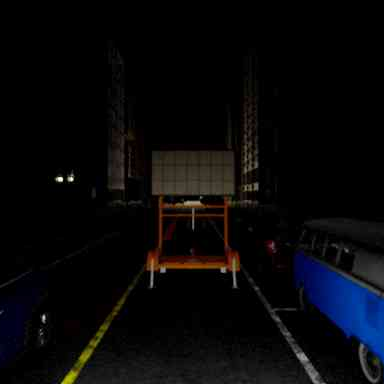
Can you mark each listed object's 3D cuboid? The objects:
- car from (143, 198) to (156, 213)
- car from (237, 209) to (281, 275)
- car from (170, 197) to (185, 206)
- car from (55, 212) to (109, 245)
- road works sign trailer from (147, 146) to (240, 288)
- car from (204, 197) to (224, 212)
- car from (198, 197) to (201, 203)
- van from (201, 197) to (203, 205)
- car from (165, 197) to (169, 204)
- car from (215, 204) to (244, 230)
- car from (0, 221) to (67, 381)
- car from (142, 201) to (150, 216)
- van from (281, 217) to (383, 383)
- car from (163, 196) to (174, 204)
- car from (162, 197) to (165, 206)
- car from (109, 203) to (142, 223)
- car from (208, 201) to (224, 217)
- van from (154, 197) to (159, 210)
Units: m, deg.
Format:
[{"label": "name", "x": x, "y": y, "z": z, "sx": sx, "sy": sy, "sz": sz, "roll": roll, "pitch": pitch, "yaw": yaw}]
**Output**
[{"label": "car", "x": -5.620, "y": 1.787, "z": 38.538, "sx": 1.752, "sy": 1.417, "sz": 4.829, "roll": 0, "pitch": 0, "yaw": 0}, {"label": "car", "x": 2.803, "y": 1.510, "z": 10.645, "sx": 1.967, "sy": 1.590, "sz": 4.097, "roll": 0, "pitch": 0, "yaw": 0}, {"label": "car", "x": -2.751, "y": 1.693, "z": 67.708, "sx": 2.150, "sy": 2.045, "sz": 5.566, "roll": 0, "pitch": 0, "yaw": 0}, {"label": "car", "x": -5.702, "y": 1.674, "z": 16.270, "sx": 1.947, "sy": 1.339, "sz": 4.313, "roll": 0, "pitch": 0, "yaw": 0}, {"label": "road works sign trailer", "x": 0.034, "y": 0.526, "z": 9.386, "sx": 2.380, "sy": 3.560, "sz": 2.880, "roll": 0, "pitch": 0, "yaw": 0}, {"label": "car", "x": 2.906, "y": 1.577, "z": 38.690, "sx": 2.192, "sy": 1.841, "sz": 5.009, "roll": 0, "pitch": 0, "yaw": 0}, {"label": "car", "x": 3.029, "y": 1.820, "z": 72.344, "sx": 2.192, "sy": 1.841, "sz": 5.009, "roll": 0, "pitch": 0, "yaw": 0}, {"label": "van", "x": 2.988, "y": 1.764, "z": 61.126, "sx": 1.690, "sy": 1.788, "sz": 3.998, "roll": 0, "pitch": 0, "yaw": 0}, {"label": "car", "x": -5.558, "y": 1.699, "z": 55.537, "sx": 2.192, "sy": 1.841, "sz": 5.009, "roll": 0, "pitch": 0, "yaw": 0}, {"label": "car", "x": 2.844, "y": 1.710, "z": 21.862, "sx": 1.947, "sy": 1.339, "sz": 4.313, "roll": 0, "pitch": 0, "yaw": 0}, {"label": "car", "x": -3.088, "y": 1.373, "z": 3.021, "sx": 2.097, "sy": 1.767, "sz": 4.553, "roll": 0, "pitch": 0, "yaw": 0}, {"label": "car", "x": -5.640, "y": 1.806, "z": 33.098, "sx": 1.802, "sy": 1.307, "sz": 4.206, "roll": 0, "pitch": 0, "yaw": 0}, {"label": "van", "x": 2.783, "y": 1.374, "z": 5.037, "sx": 1.690, "sy": 1.788, "sz": 3.998, "roll": 0, "pitch": 0, "yaw": 0}, {"label": "car", "x": -5.475, "y": 1.862, "z": 77.974, "sx": 2.192, "sy": 1.841, "sz": 5.009, "roll": 0, "pitch": 0, "yaw": 0}, {"label": "car", "x": -5.578, "y": 1.784, "z": 49.927, "sx": 1.967, "sy": 1.590, "sz": 4.097, "roll": 0, "pitch": 0, "yaw": 0}, {"label": "car", "x": -5.661, "y": 1.735, "z": 27.489, "sx": 2.008, "sy": 1.369, "sz": 4.403, "roll": 0, "pitch": 0, "yaw": 0}, {"label": "car", "x": 2.885, "y": 1.804, "z": 33.080, "sx": 1.802, "sy": 1.307, "sz": 4.206, "roll": 0, "pitch": 0, "yaw": 0}, {"label": "van", "x": -5.599, "y": 1.644, "z": 44.318, "sx": 1.690, "sy": 1.788, "sz": 3.998, "roll": 0, "pitch": 0, "yaw": 0}]
